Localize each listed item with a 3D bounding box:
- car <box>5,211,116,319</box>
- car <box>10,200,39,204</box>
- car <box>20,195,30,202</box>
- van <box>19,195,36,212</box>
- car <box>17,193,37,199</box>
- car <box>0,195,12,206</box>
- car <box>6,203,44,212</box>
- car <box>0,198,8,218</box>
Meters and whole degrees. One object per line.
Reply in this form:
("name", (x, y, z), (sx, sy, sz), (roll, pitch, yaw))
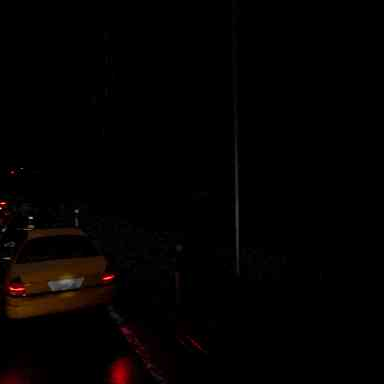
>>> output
("car", (-3.147, 1.444, 7.564), (1.801, 1.575, 5.366), (-1, 0, -27))
("car", (-11.750, 1.539, 24.025), (2.008, 1.369, 4.403), (-1, 0, -27))
("car", (-39.167, 1.449, 77.913), (1.967, 1.590, 4.097), (-1, 0, -28))
("van", (-19.196, 1.327, 38.829), (1.690, 1.788, 3.998), (-1, 0, -27))
("car", (-16.715, 1.301, 33.894), (2.192, 1.841, 5.009), (-1, 0, -27))
("car", (-23.161, 1.511, 40.554), (2.128, 1.511, 4.902), (-1, 0, -26))
("car", (-9.268, 1.539, 19.091), (2.008, 1.369, 4.403), (-1, 0, -27))
("car", (-17.995, 1.548, 30.083), (1.812, 1.442, 4.674), (-1, 1, -27))
